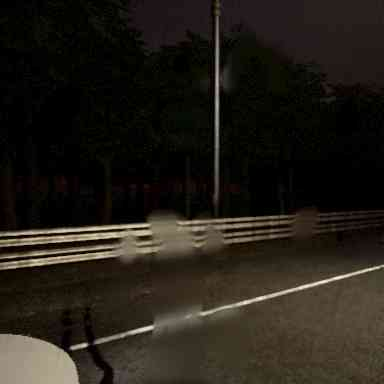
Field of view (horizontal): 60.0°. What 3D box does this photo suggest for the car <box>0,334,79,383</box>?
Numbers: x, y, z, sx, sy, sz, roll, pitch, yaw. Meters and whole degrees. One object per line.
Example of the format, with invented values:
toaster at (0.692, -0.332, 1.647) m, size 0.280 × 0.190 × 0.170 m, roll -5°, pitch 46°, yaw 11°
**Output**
car at (-2.953, 1.519, 1.629) m, size 4.674 × 1.442 × 1.812 m, roll 0°, pitch 0°, yaw -36°
